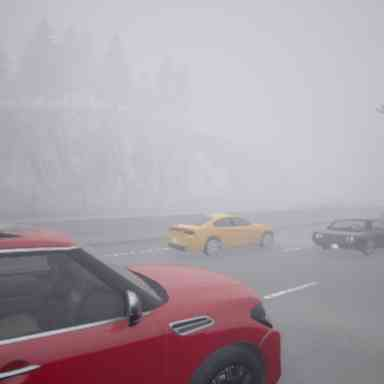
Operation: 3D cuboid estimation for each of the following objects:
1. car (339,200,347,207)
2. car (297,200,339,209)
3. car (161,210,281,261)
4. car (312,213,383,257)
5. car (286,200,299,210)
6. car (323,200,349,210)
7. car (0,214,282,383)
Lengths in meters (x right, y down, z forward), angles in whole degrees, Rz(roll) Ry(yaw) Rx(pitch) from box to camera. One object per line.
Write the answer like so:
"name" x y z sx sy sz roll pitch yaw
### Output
"car" 19.646 1.981 46.259 4.892 1.490 1.837 0 -1 -38
"car" 14.253 1.916 37.540 4.674 1.442 1.812 1 -1 -38
"car" 1.336 1.630 13.745 5.008 1.535 1.882 0 -1 -38
"car" 7.074 1.742 13.769 4.718 1.301 1.895 0 -1 -38
"car" 16.931 2.083 53.018 4.674 1.442 1.812 0 -1 -38
"car" 23.150 2.075 53.462 4.674 1.442 1.812 0 -1 -38
"car" -1.716 1.258 2.708 5.566 2.045 2.150 0 -1 -35
